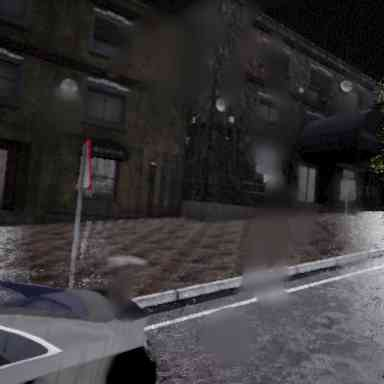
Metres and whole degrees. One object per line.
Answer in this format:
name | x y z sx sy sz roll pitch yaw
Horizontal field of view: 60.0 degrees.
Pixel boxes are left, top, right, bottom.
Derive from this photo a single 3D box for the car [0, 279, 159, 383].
car | -2.570 1.489 2.159 4.902 1.511 2.128 0 0 -36
